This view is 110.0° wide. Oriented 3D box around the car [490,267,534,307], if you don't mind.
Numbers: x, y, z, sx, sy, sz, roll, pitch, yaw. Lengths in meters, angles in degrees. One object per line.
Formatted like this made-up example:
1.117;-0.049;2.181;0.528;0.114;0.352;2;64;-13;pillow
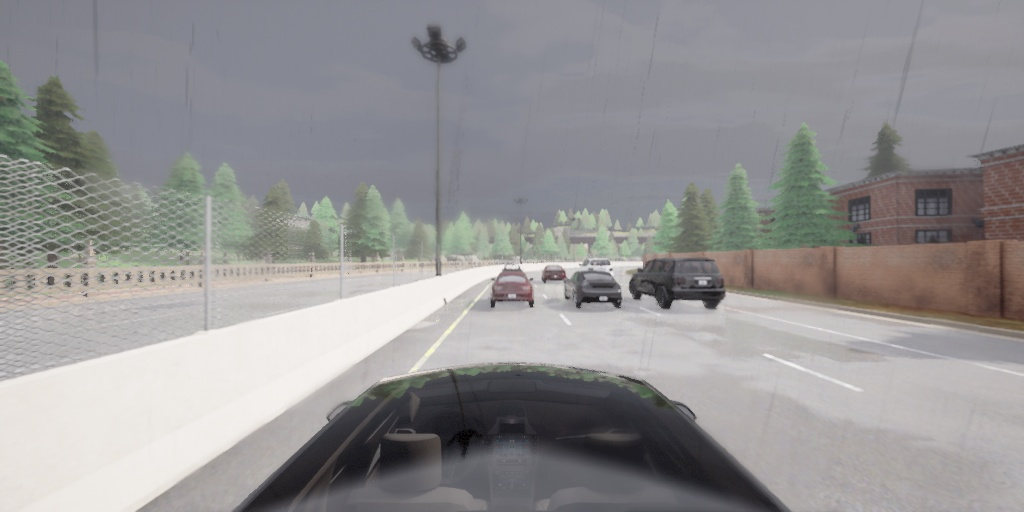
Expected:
0.014;1.409;16.218;1.812;1.442;4.674;0;0;0;car

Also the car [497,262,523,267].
0.069;1.513;31.012;2.128;1.511;4.902;0;0;2;car

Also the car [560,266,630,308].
3.513;1.391;16.145;1.837;1.490;4.892;0;0;0;car

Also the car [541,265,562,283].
3.580;1.499;31.106;1.882;1.535;5.008;0;0;2;car

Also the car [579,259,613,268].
7.050;1.233;30.570;2.150;2.045;5.566;0;0;2;car

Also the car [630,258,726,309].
7.009;1.097;15.847;2.150;2.045;5.566;0;0;0;car
